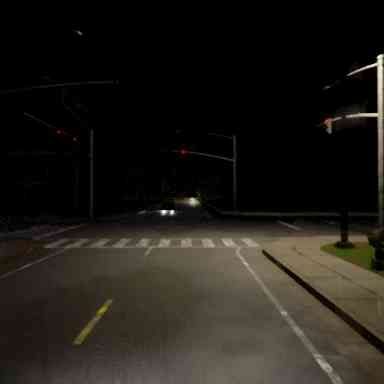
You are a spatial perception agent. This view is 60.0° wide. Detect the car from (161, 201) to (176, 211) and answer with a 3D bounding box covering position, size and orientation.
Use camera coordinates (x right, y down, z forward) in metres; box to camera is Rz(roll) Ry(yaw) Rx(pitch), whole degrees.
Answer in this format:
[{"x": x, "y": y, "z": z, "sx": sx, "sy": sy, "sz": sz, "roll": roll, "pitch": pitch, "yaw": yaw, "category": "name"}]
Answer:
[{"x": -3.467, "y": 1.993, "z": 49.095, "sx": 1.994, "sy": 1.385, "sz": 4.181, "roll": 0, "pitch": -1, "yaw": 0, "category": "car"}]
